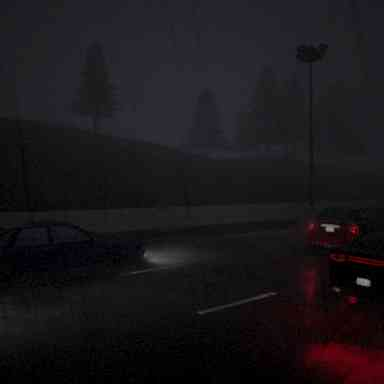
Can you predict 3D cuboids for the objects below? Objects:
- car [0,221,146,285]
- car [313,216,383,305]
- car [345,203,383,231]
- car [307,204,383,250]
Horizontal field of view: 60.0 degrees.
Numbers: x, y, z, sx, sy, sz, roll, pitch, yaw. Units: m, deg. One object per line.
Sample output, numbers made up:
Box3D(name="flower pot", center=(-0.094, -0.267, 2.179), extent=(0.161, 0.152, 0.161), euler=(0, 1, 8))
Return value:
Box3D(name="car", center=(-4.064, 1.539, 9.446), extent=(5.357, 1.411, 2.033), euler=(0, 0, -36))
Box3D(name="car", center=(5.072, 1.445, 7.368), extent=(5.008, 1.535, 1.882), euler=(0, 0, -36))
Box3D(name="car", center=(12.048, 1.462, 20.928), extent=(5.357, 1.411, 2.033), euler=(0, 0, -35))
Box3D(name="car", center=(6.474, 1.303, 12.667), extent=(4.553, 1.767, 2.097), euler=(0, 0, -36))
